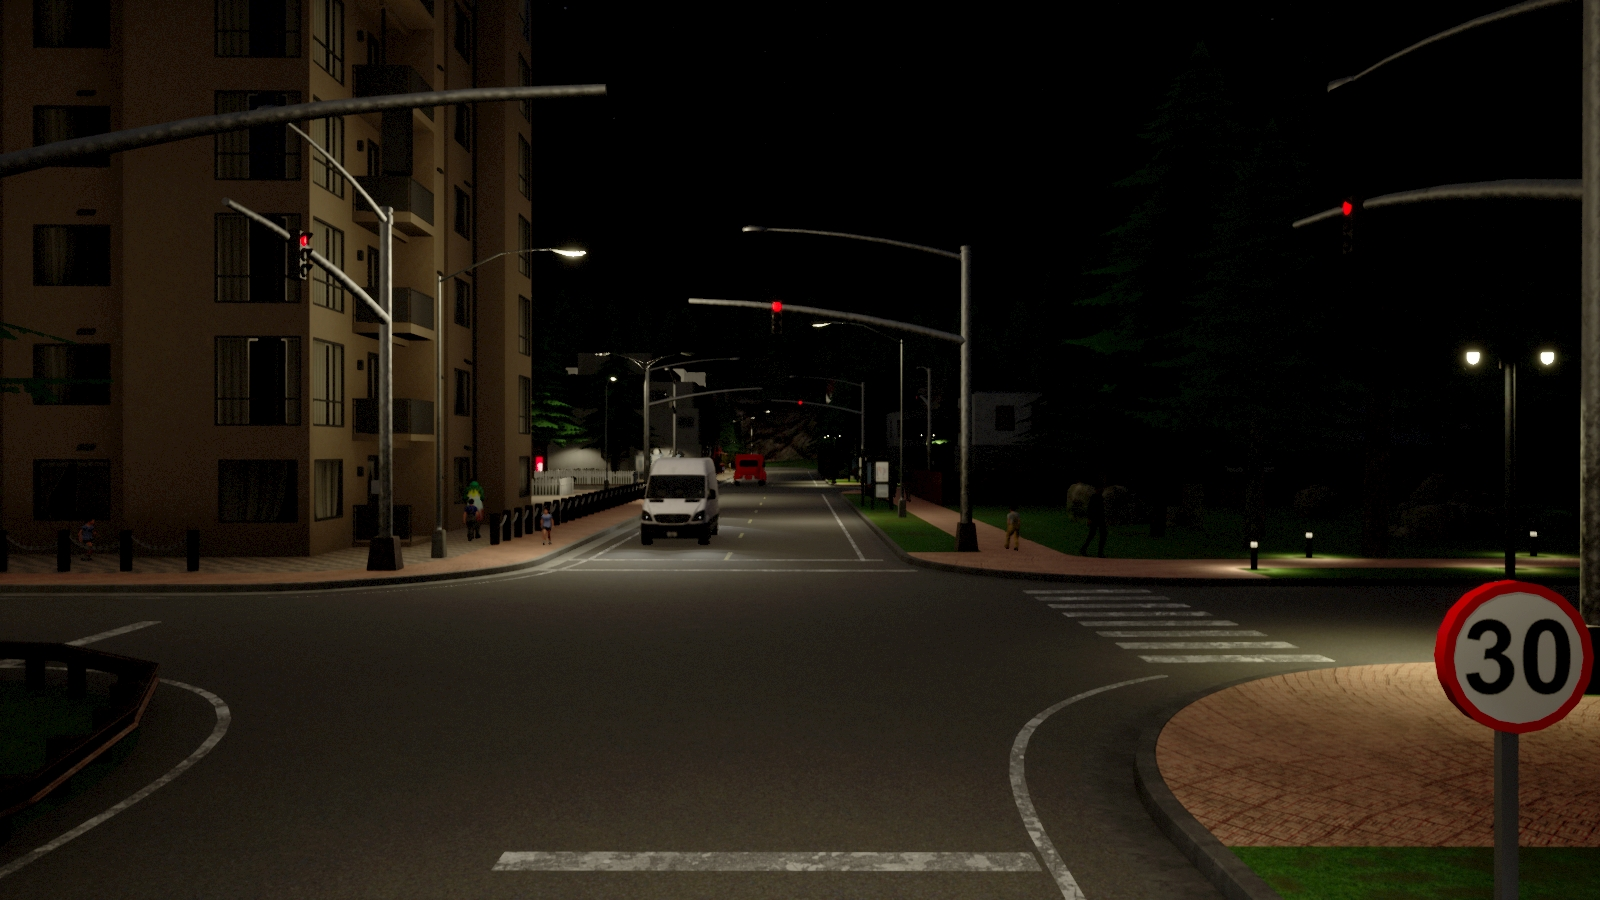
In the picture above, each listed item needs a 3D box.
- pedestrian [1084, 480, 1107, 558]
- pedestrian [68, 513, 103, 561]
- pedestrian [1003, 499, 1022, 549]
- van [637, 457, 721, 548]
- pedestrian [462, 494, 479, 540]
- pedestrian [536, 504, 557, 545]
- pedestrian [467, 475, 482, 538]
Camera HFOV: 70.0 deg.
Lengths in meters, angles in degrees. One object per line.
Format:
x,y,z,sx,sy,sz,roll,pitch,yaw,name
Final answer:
7.221,1.674,27.923,0.375,1.860,0.375,0,0,-31,pedestrian
-16.860,2.056,26.969,0.500,1.100,0.500,0,0,2,pedestrian
5.625,1.956,30.246,0.375,1.300,0.375,0,0,-11,pedestrian
-3.656,1.514,35.537,1.988,2.561,5.915,0,0,0,van
-9.622,1.956,33.387,0.375,1.300,0.375,0,0,3,pedestrian
-7.028,2.056,31.721,0.500,1.100,0.500,0,0,-3,pedestrian
-9.704,1.677,34.050,0.375,1.860,0.375,0,0,-6,pedestrian
